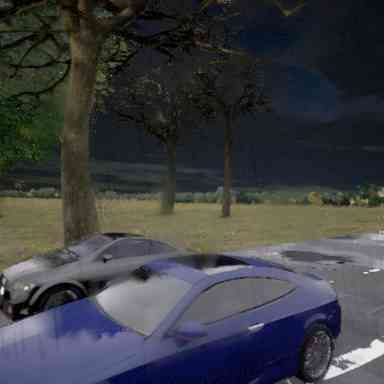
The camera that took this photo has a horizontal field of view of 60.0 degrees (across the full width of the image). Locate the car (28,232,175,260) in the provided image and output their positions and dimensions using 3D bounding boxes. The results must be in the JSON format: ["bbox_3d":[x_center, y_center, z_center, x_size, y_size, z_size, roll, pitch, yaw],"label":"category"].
[{"bbox_3d":[-1.720,1.585,7.059,4.181,1.385,1.994,1,0,-35],"label":"car"}]

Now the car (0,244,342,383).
[{"bbox_3d":[-0.067,1.543,3.941,4.674,1.442,1.812,1,0,-35],"label":"car"}]
